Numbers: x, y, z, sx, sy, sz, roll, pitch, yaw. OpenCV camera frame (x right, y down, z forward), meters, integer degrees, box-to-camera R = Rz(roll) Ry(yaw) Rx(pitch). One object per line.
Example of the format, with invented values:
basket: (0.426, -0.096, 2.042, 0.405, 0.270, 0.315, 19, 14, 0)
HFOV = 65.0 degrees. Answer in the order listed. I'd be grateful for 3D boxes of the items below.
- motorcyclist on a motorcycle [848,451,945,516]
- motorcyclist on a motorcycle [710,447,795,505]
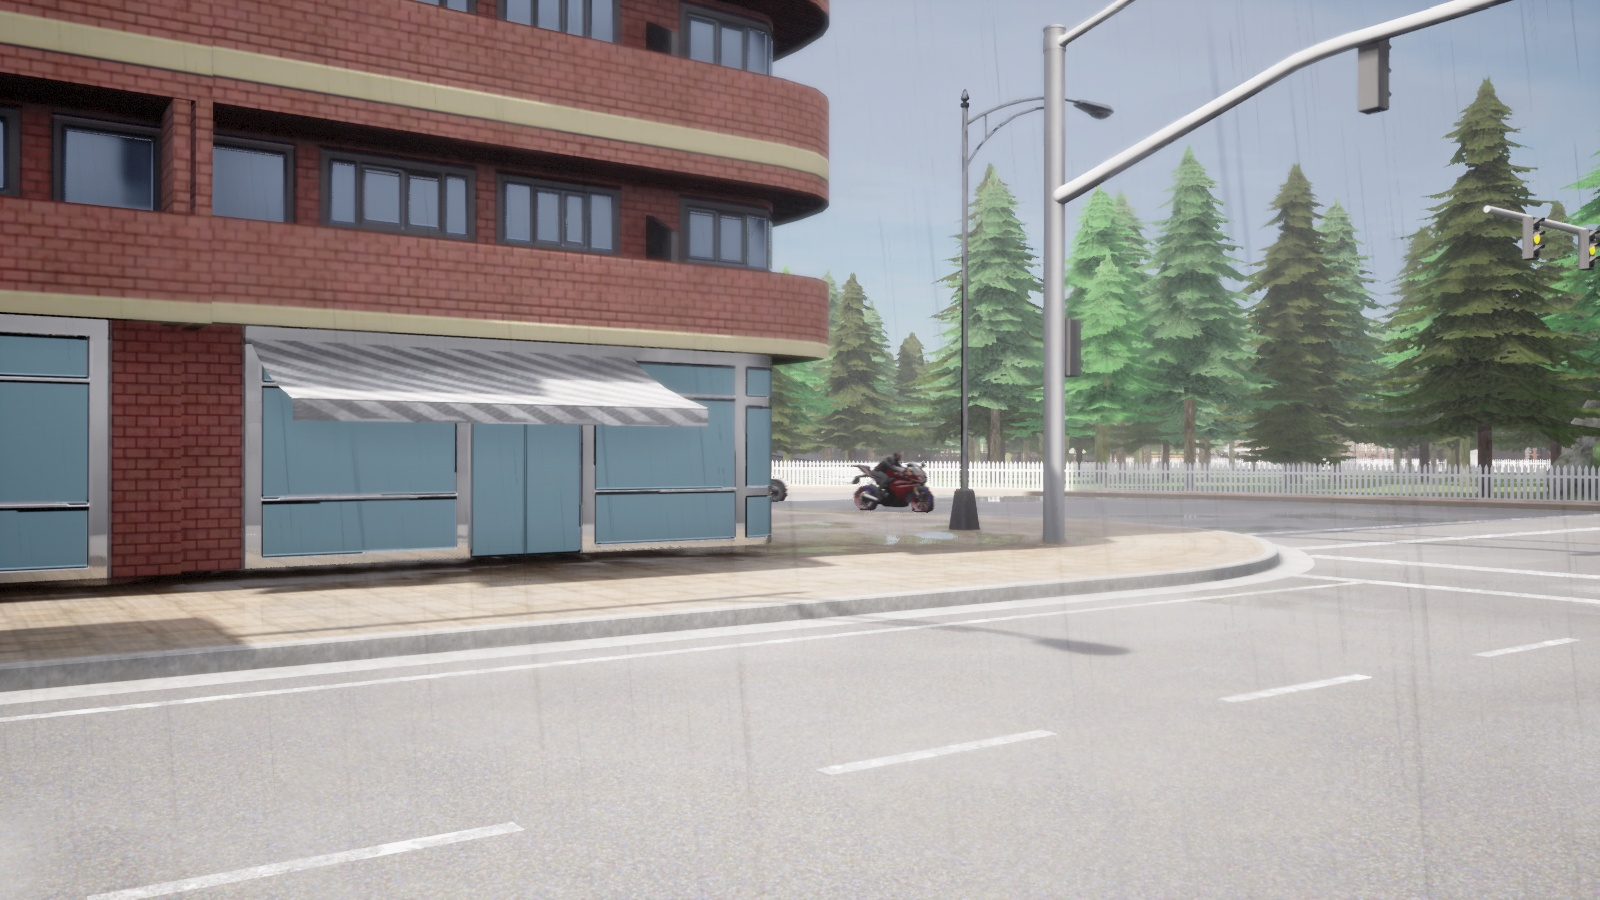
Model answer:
motorcyclist on a motorcycle: (2.330, 0.794, 30.513, 2.191, 1.530, 0.866, 0, 0, 33)
motorcyclist on a motorcycle: (-1.390, 0.732, 36.607, 2.350, 1.649, 0.766, 0, 0, 24)
